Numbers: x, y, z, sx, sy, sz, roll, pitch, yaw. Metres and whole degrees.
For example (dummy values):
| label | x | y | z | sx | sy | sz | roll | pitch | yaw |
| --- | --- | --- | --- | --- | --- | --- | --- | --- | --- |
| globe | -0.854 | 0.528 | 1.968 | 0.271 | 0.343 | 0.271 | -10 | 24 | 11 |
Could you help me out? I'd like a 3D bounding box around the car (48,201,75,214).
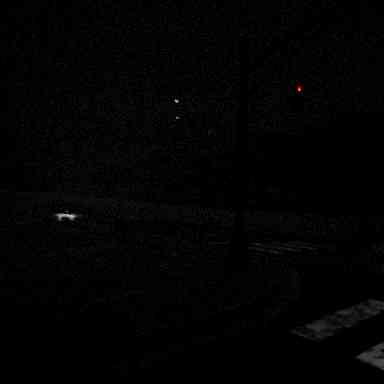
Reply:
| label | x | y | z | sx | sy | sz | roll | pitch | yaw |
| --- | --- | --- | --- | --- | --- | --- | --- | --- | --- |
| car | -14.902 | 1.730 | 37.852 | 2.033 | 1.411 | 5.357 | 3 | -2 | -35 |
